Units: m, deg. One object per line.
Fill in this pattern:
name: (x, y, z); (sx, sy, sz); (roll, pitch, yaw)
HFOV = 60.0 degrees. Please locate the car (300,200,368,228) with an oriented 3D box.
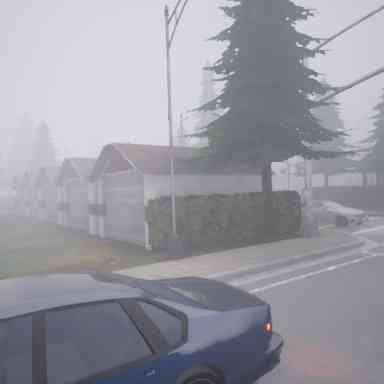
car: (7.755, 1.186, 19.517); (1.812, 1.442, 4.674); (-2, 1, -35)

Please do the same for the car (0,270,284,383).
car: (-1.575, 1.535, 2.845); (5.357, 1.411, 2.033); (-2, 1, -34)
